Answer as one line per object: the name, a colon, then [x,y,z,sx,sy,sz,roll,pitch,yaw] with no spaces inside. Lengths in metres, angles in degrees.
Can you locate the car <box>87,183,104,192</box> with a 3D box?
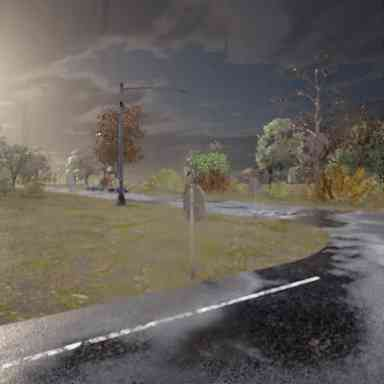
car: [-17.474,-0.852,60.051,2.128,1.511,4.902,-1,2,-36]

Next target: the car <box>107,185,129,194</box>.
car: [-11.635,-0.424,51.969,1.895,1.301,4.718,-1,2,-36]
